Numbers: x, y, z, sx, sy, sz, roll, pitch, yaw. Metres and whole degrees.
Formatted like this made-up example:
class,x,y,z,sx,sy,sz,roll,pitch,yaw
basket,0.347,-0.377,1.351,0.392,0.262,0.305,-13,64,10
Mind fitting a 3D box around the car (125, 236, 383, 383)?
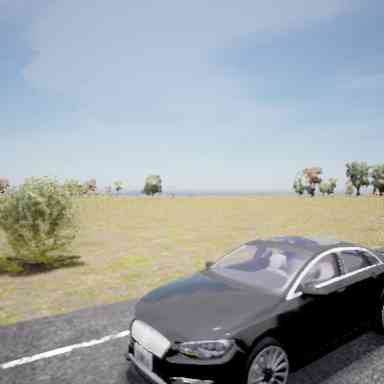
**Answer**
class,x,y,z,sx,sy,sz,roll,pitch,yaw
car,1.430,1.482,5.021,4.902,1.511,2.128,0,0,-37
